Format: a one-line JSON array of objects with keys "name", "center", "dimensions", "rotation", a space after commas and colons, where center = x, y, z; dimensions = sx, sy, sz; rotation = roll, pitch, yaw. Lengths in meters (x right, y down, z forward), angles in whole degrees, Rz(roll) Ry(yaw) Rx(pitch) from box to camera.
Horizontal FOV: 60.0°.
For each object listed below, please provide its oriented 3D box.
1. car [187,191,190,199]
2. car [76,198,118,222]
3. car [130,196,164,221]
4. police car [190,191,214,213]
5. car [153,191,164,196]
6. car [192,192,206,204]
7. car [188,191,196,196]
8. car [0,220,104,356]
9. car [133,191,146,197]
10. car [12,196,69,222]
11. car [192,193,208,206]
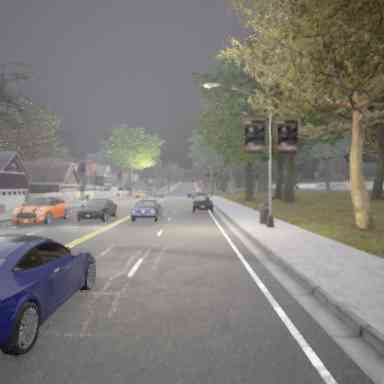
[{"name": "car", "center": [-0.014, 0.513, 64.573], "dimensions": [1.882, 1.535, 5.008], "rotation": [0, 1, 0]}, {"name": "car", "center": [-6.604, 1.200, 23.604], "dimensions": [1.882, 1.535, 5.008], "rotation": [0, 1, 0]}, {"name": "car", "center": [-3.155, 1.265, 23.916], "dimensions": [2.033, 1.411, 5.357], "rotation": [0, 1, 0]}, {"name": "police car", "center": [0.968, 0.998, 31.223], "dimensions": [1.930, 1.638, 5.238], "rotation": [0, 1, 0]}, {"name": "car", "center": [-6.528, 0.553, 65.005], "dimensions": [1.812, 1.442, 4.674], "rotation": [0, 1, 0]}, {"name": "car", "center": [0.964, 0.773, 47.114], "dimensions": [1.837, 1.490, 4.892], "rotation": [0, 1, 0]}, {"name": "car", "center": [-0.019, 0.363, 84.968], "dimensions": [1.895, 1.301, 4.718], "rotation": [0, 0, 0]}, {"name": "car", "center": [-3.150, 1.487, 5.865], "dimensions": [1.812, 1.442, 4.674], "rotation": [0, 0, 0]}, {"name": "car", "center": [-9.794, 0.534, 62.395], "dimensions": [1.882, 1.535, 5.008], "rotation": [0, 1, 1]}, {"name": "car", "center": [-9.853, 1.105, 21.977], "dimensions": [2.097, 1.767, 4.553], "rotation": [0, 1, 0]}, {"name": "car", "center": [0.966, 0.881, 41.113], "dimensions": [1.837, 1.490, 4.892], "rotation": [0, 1, 0]}]
